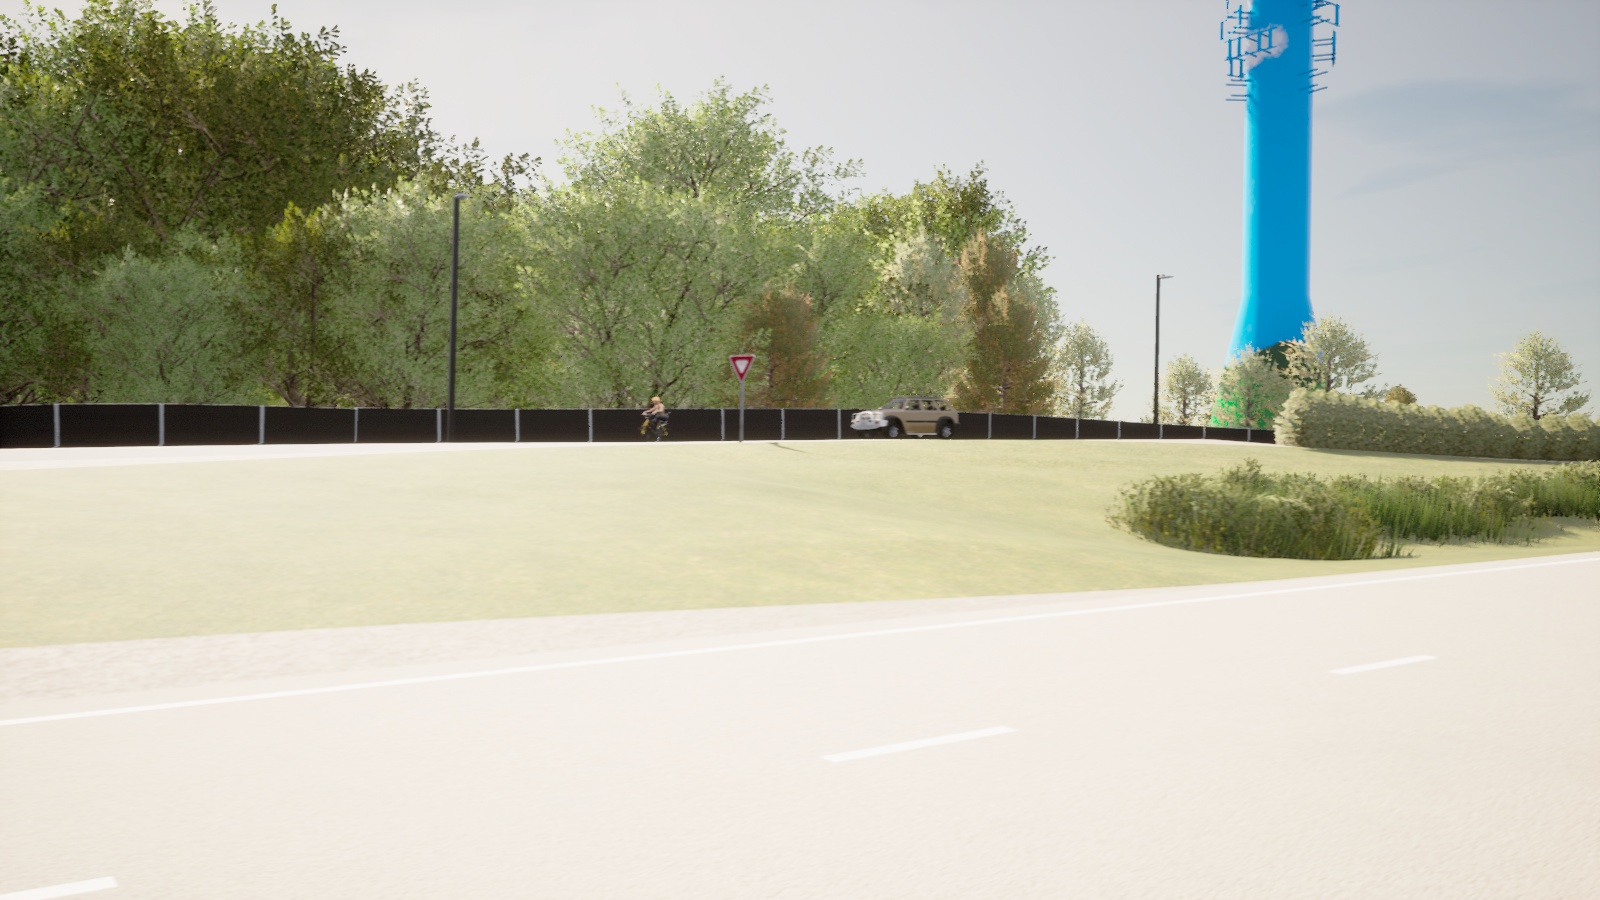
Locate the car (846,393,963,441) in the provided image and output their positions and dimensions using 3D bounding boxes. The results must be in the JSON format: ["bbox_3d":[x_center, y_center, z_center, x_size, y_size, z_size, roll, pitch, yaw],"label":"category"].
[{"bbox_3d":[4.298,-1.313,51.308,4.605,1.855,1.932,-1,0,-36],"label":"car"}]

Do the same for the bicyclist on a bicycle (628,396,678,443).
[{"bbox_3d":[-5.196,-1.061,44.396,1.509,1.612,0.866,-1,0,-37],"label":"bicyclist on a bicycle"}]
